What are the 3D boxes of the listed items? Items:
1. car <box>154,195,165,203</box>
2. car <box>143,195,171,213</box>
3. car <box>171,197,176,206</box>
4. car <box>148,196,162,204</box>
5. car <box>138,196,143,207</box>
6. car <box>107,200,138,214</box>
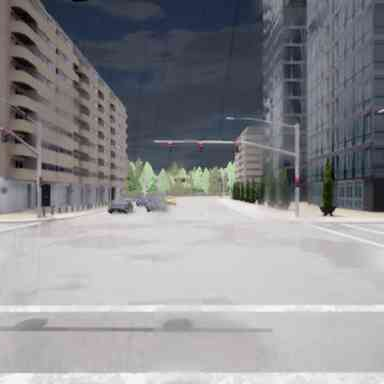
[{"bbox_3d":[-6.907,1.500,70.406,1.837,1.490,4.892,0,0,1],"label":"car"},{"bbox_3d":[-3.886,1.352,37.509,2.097,1.767,4.553,0,0,0],"label":"car"},{"bbox_3d":[-3.697,1.478,54.561,1.882,1.535,5.008,0,0,1],"label":"car"},{"bbox_3d":[-7.037,1.565,63.556,1.994,1.385,4.181,0,0,1],"label":"car"},{"bbox_3d":[-7.151,1.351,50.668,2.097,1.767,4.553,0,0,1],"label":"car"},{"bbox_3d":[-7.398,1.547,34.997,2.033,1.411,5.357,0,0,0],"label":"car"}]
